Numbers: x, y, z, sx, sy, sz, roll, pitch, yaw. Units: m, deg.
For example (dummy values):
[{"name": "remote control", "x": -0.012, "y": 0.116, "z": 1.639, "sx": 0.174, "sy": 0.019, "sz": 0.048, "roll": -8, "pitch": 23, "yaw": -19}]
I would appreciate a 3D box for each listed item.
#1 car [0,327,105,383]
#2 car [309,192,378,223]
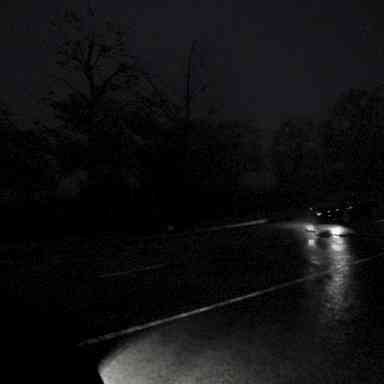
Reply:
[{"name": "car", "x": -2.570, "y": 1.574, "z": 1.913, "sx": 4.181, "sy": 1.385, "sz": 1.994, "roll": -1, "pitch": 0, "yaw": -36}, {"name": "car", "x": 8.574, "y": 0.790, "z": 18.693, "sx": 4.892, "sy": 1.490, "sz": 1.837, "roll": -3, "pitch": 2, "yaw": -35}]
